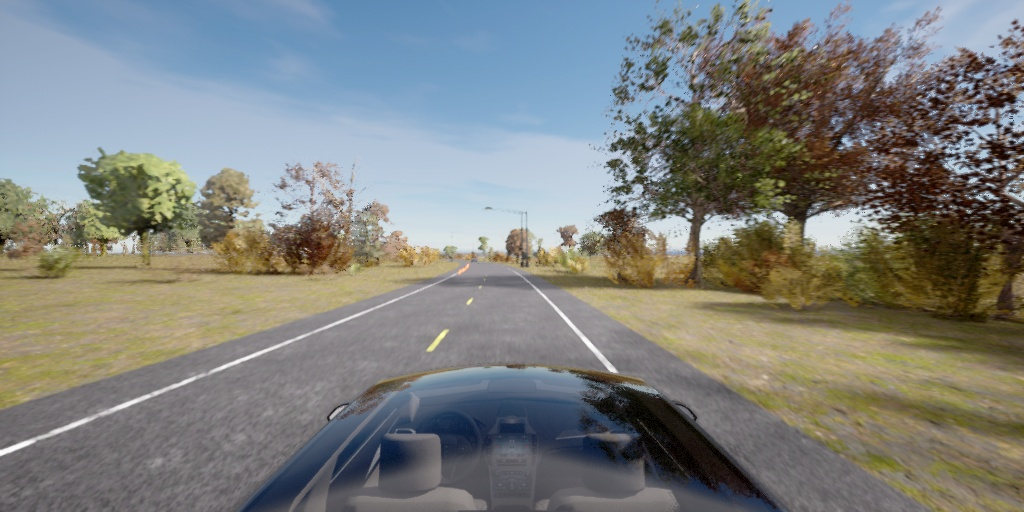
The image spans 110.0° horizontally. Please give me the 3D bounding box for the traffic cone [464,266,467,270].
[{"bbox_3d":[-6.345,1.761,46.340,0.340,0.580,0.340,0,0,-4],"label":"traffic cone"}]

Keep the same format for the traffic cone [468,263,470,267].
[{"bbox_3d":[-7.098,1.773,56.263,0.340,0.580,0.340,0,0,-5],"label":"traffic cone"}]

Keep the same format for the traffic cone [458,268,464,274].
[{"bbox_3d":[-6.028,1.756,41.375,0.340,0.580,0.340,0,0,-3],"label":"traffic cone"}]

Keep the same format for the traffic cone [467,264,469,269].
[{"bbox_3d":[-6.702,1.767,51.303,0.340,0.580,0.340,0,0,-4],"label":"traffic cone"}]
